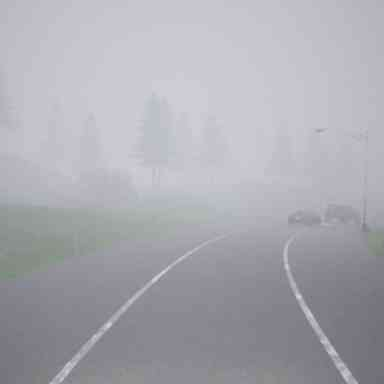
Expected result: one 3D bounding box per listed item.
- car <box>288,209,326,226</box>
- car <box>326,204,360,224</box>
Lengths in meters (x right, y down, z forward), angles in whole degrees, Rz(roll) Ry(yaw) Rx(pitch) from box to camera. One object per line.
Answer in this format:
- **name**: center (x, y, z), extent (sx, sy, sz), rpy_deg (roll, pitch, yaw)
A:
- **car**: center (10.105, 2.240, 29.653), extent (1.994, 1.385, 4.181), rpy_deg (2, -1, 36)
- **car**: center (17.109, 2.453, 37.764), extent (5.566, 2.045, 2.150), rpy_deg (4, -1, -43)
